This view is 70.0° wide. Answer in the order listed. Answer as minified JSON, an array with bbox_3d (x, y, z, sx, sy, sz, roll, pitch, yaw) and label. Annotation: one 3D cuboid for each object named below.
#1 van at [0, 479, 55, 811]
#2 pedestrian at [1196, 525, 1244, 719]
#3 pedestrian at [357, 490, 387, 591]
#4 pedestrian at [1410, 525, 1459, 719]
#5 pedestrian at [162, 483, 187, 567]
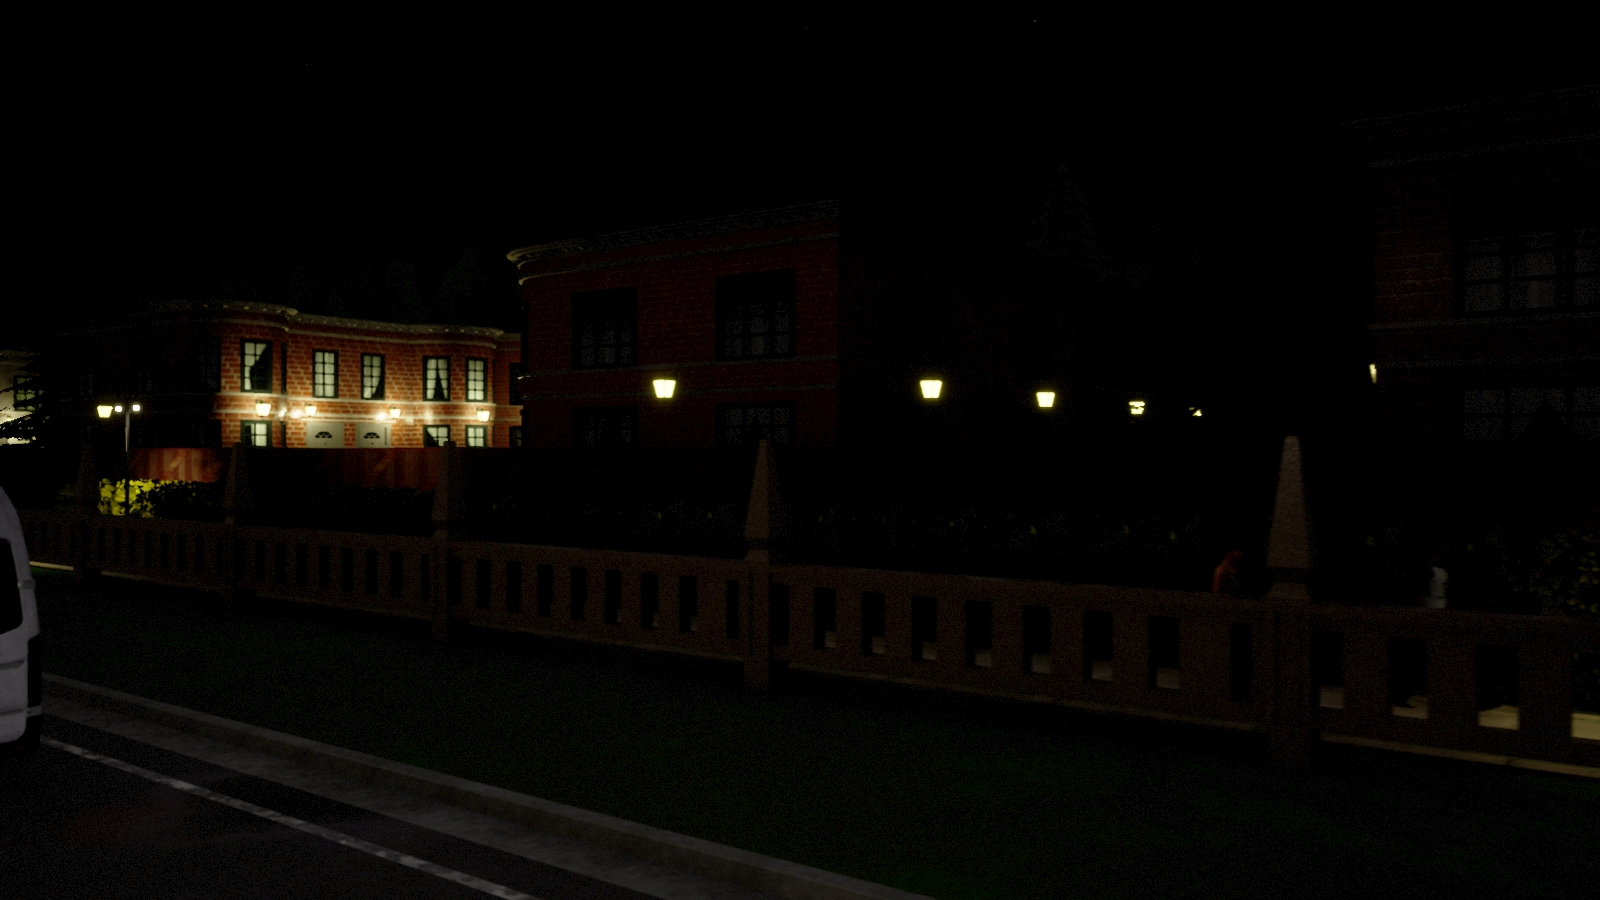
[{"bbox_3d":[-8.986,1.530,10.073,5.915,2.561,1.988,0,0,35],"label":"van"},{"bbox_3d":[4.196,1.695,11.409,0.375,1.860,0.375,0,0,34],"label":"pedestrian"},{"bbox_3d":[-8.025,1.690,21.437,0.375,1.860,0.375,0,0,36],"label":"pedestrian"},{"bbox_3d":[6.351,1.695,11.433,0.375,1.860,0.375,0,0,38],"label":"pedestrian"},{"bbox_3d":[-14.107,1.688,25.781,0.375,1.860,0.375,0,0,36],"label":"pedestrian"}]
